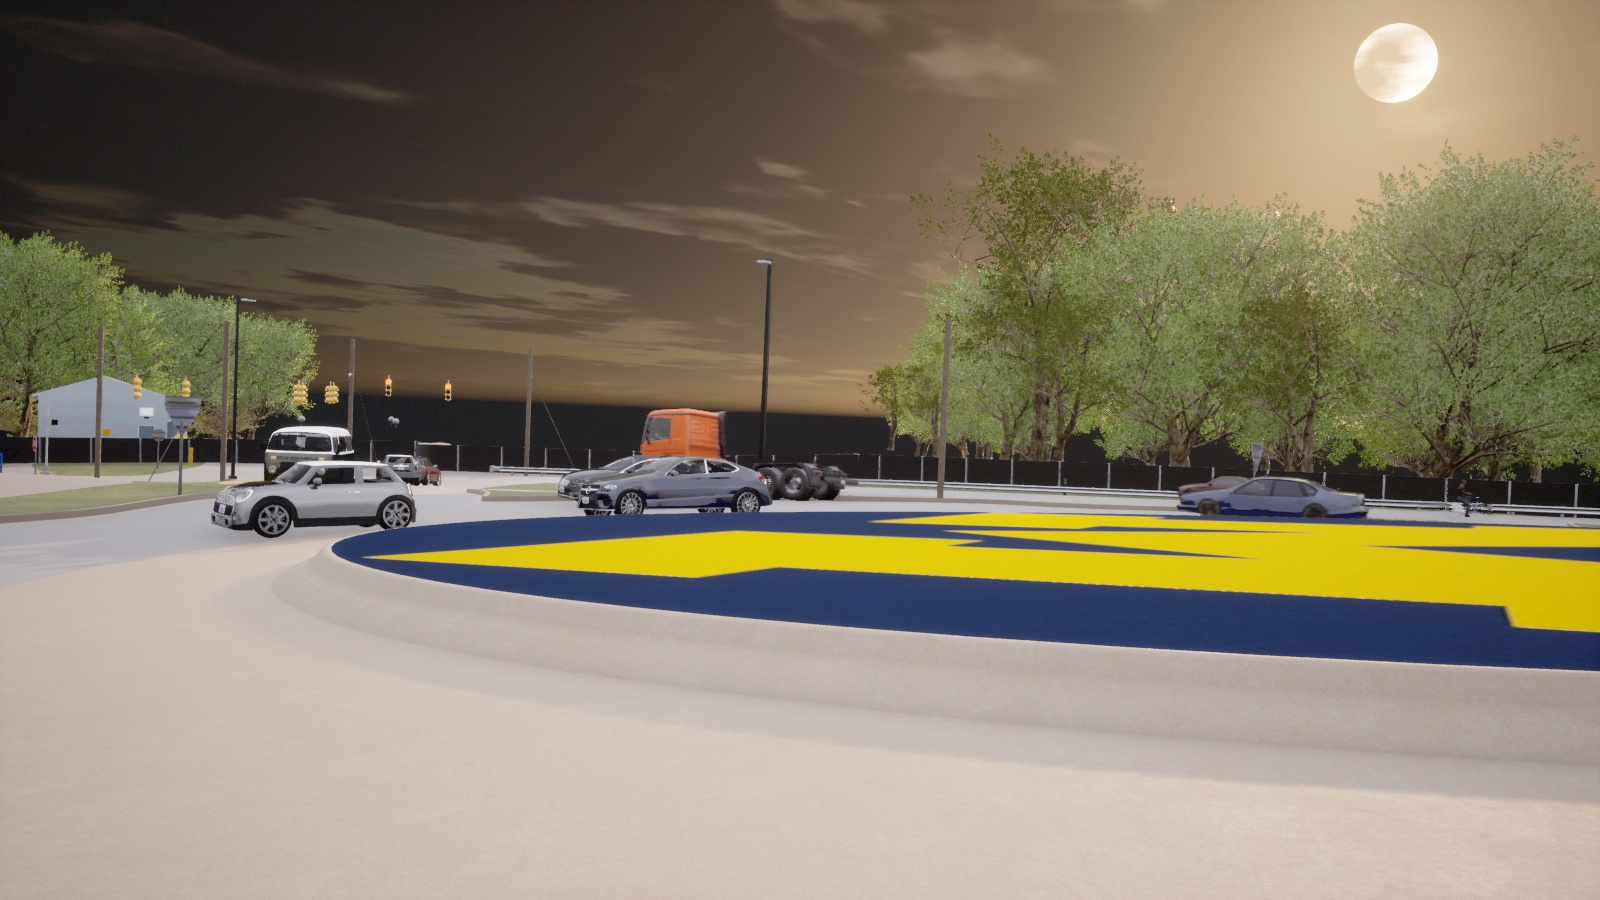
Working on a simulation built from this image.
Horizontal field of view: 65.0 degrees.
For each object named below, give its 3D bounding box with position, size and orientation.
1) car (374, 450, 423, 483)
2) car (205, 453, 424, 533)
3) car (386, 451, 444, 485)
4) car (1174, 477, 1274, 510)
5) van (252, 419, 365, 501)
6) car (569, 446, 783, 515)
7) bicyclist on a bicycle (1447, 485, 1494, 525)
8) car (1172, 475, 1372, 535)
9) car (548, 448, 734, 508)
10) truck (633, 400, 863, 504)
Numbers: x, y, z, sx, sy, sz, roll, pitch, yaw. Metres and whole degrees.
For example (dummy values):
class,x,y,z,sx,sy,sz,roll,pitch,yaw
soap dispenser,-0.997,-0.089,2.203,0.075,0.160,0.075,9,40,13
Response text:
class,x,y,z,sx,sy,sz,roll,pitch,yaw
car,-19.599,0.794,61.195,1.970,1.475,3.806,2,-1,-22
car,-10.114,0.857,26.276,3.806,1.475,1.970,1,2,-40
car,-21.369,1.013,69.832,2.097,1.767,4.553,3,-1,-5
car,21.937,2.229,64.972,4.674,1.442,1.812,2,1,27
van,-13.516,0.253,34.791,2.069,2.038,4.480,3,0,-11
car,-3.145,0.800,32.222,5.027,1.651,2.152,2,-1,-33
bicyclist on a bicycle,30.332,2.472,56.801,1.843,1.776,0.659,-1,-2,27
car,14.211,1.603,37.927,5.357,1.411,2.033,3,2,29
car,-4.636,0.829,36.848,4.902,1.511,2.128,2,2,-30
truck,-1.959,0.134,46.098,7.936,3.462,2.891,0,-4,28
